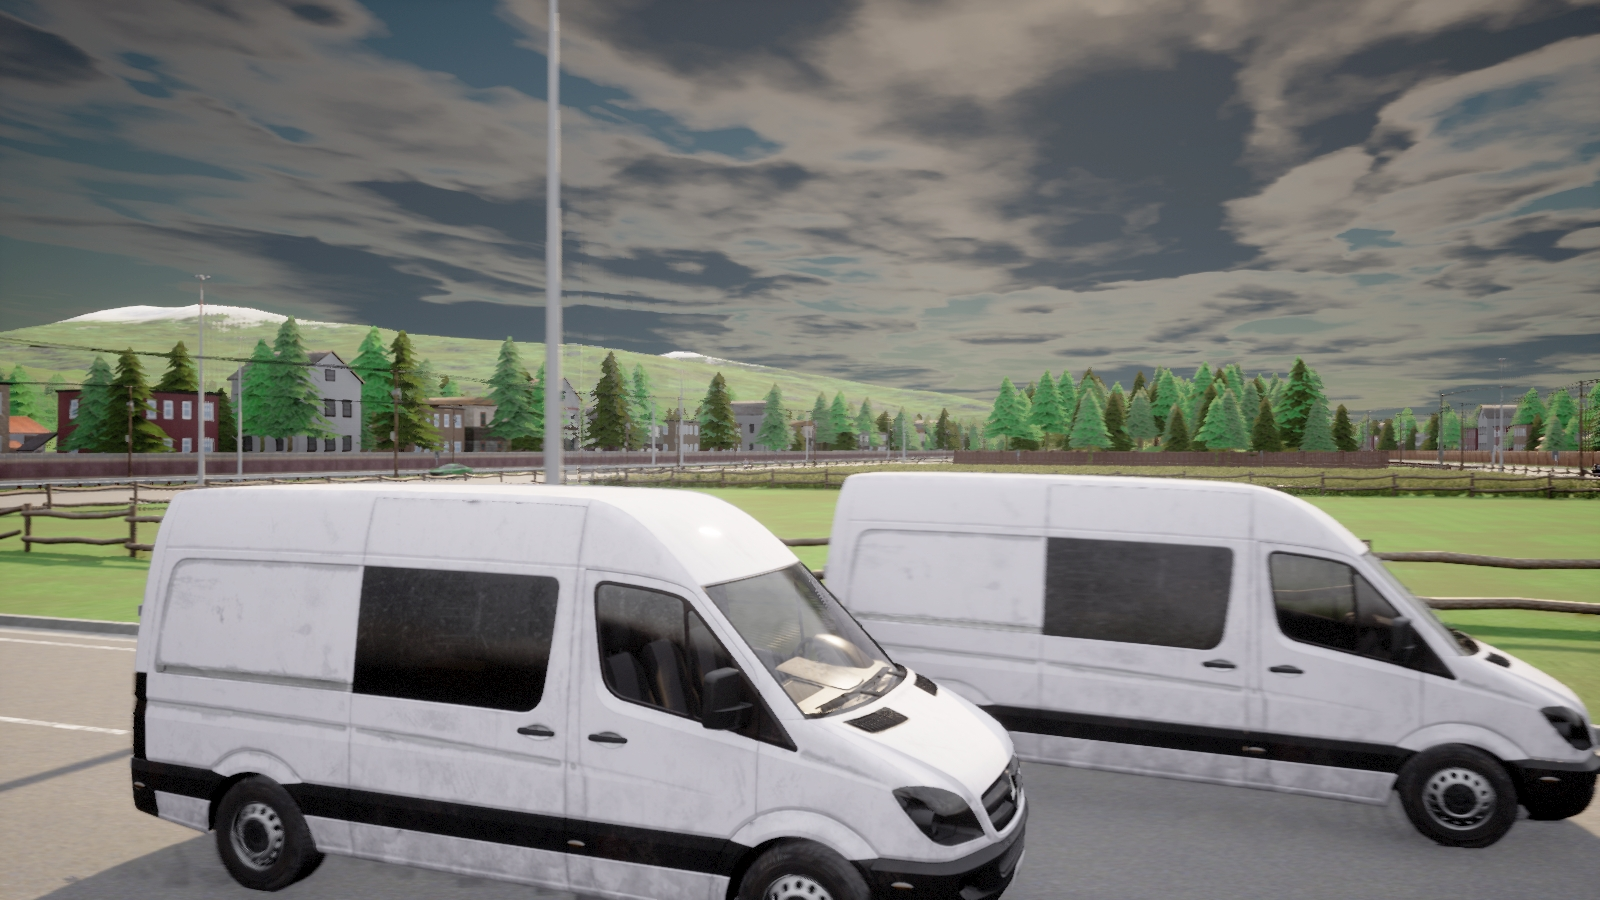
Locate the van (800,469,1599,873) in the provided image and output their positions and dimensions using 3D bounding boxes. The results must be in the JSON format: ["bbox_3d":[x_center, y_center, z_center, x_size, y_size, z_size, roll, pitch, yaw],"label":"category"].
[{"bbox_3d":[3.143,1.529,9.618,5.915,2.561,1.988,1,0,20],"label":"van"}]

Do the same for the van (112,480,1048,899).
[{"bbox_3d":[-1.491,1.534,7.578,5.915,2.561,1.988,0,0,20],"label":"van"}]
